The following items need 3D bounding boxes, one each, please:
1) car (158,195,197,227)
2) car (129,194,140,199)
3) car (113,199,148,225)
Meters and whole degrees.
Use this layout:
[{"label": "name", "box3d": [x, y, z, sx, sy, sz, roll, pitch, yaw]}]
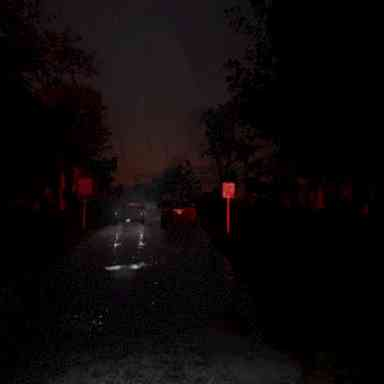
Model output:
[{"label": "car", "box3d": [-0.884, 1.137, 20.837, 2.097, 1.767, 4.553, 1, 1, -5]}, {"label": "car", "box3d": [-10.737, 1.157, 62.200, 2.128, 1.511, 4.902, 1, -1, -13]}, {"label": "car", "box3d": [-3.896, 1.337, 21.591, 1.895, 1.301, 4.718, 1, 1, -5]}]
